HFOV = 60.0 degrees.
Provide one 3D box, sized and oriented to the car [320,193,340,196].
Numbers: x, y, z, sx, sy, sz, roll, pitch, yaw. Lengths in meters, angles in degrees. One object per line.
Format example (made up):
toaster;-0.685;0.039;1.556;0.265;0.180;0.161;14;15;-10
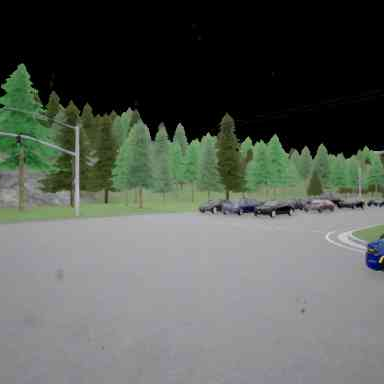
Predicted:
car;19.094;1.221;46.710;5.566;2.045;2.150;0;0;-43

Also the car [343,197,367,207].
car;26.371;1.505;53.672;4.892;1.490;1.837;0;0;-43

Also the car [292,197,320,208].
car;16.997;1.504;49.534;4.892;1.490;1.837;0;0;-44

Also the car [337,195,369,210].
car;21.104;1.478;43.801;5.008;1.535;1.882;0;0;-44

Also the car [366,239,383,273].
car;6.862;1.478;7.781;5.008;1.535;1.882;0;0;41

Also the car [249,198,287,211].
car;9.788;1.547;42.639;5.357;1.411;2.033;0;0;-43

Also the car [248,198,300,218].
car;7.647;1.477;30.829;5.008;1.535;1.882;0;0;-45

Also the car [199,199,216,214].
car;2.787;1.504;35.862;4.892;1.490;1.837;0;0;-44

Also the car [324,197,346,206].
car;24.309;1.526;56.485;4.674;1.442;1.812;0;0;-44

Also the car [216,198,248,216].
car;4.934;1.351;33.060;4.553;1.767;2.097;0;0;-45

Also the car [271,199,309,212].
car;11.736;1.547;39.658;5.357;1.411;2.033;0;0;-44

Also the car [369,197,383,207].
car;28.677;1.548;51.033;5.357;1.411;2.033;0;0;-44

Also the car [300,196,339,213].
car;14.364;1.525;37.319;4.674;1.442;1.812;0;0;-44
